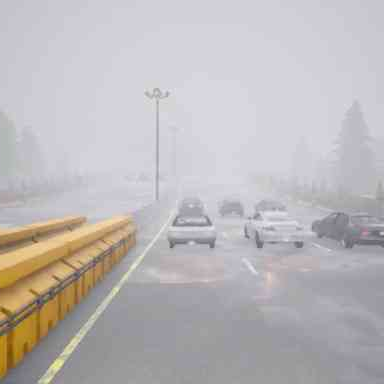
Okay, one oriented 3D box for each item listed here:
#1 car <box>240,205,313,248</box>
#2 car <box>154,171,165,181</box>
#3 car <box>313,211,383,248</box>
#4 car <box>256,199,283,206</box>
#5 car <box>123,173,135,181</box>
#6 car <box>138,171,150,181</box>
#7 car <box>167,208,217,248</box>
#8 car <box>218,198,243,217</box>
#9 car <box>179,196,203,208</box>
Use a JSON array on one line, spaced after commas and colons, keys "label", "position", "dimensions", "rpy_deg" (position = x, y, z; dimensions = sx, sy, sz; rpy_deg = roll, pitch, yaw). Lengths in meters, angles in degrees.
[{"label": "car", "position": [3.500, 1.533, 14.655], "dimensions": [1.812, 1.442, 4.674], "rpy_deg": [0, 0, 0]}, {"label": "car", "position": [-7.333, -3.598, 76.028], "dimensions": [2.150, 2.045, 5.566], "rpy_deg": [0, 7, 0]}, {"label": "car", "position": [7.000, 1.563, 14.656], "dimensions": [2.033, 1.411, 5.357], "rpy_deg": [0, 0, 0]}, {"label": "car", "position": [6.924, 1.360, 29.693], "dimensions": [2.033, 1.411, 5.357], "rpy_deg": [0, 2, 0]}, {"label": "car", "position": [-14.333, -3.476, 76.064], "dimensions": [2.097, 1.767, 4.553], "rpy_deg": [0, 7, 0]}, {"label": "car", "position": [-10.833, -3.598, 76.009], "dimensions": [2.150, 2.045, 5.566], "rpy_deg": [0, 7, 0]}, {"label": "car", "position": [0.000, 1.616, 14.683], "dimensions": [1.895, 1.301, 4.718], "rpy_deg": [0, 0, 0]}, {"label": "car", "position": [3.424, 1.313, 29.673], "dimensions": [1.837, 1.490, 4.892], "rpy_deg": [0, 2, 0]}, {"label": "car", "position": [-0.076, 1.164, 29.618], "dimensions": [2.097, 1.767, 4.553], "rpy_deg": [0, 2, 0]}]
